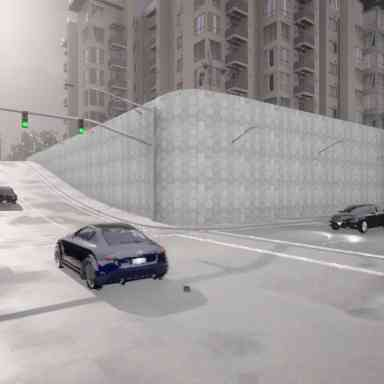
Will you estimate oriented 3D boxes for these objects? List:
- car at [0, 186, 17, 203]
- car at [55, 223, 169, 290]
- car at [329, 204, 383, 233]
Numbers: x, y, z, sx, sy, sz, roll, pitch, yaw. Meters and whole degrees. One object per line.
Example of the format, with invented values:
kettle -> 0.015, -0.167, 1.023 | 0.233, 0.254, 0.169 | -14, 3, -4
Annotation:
car -> -16.740, 0.145, 29.257 | 1.895, 1.301, 4.718 | 0, 9, -36
car -> -2.395, 1.565, 9.315 | 1.994, 1.385, 4.181 | 0, 0, -36
car -> 10.144, 1.504, 19.844 | 4.892, 1.490, 1.837 | 0, 0, -36
